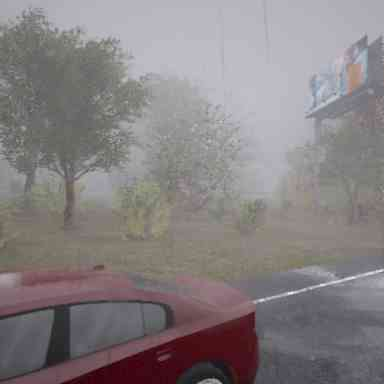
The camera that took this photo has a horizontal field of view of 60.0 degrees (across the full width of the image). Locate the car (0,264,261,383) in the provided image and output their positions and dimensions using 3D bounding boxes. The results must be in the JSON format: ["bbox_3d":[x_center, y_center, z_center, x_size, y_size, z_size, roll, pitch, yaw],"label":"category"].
[{"bbox_3d":[-1.608,1.480,2.838,5.008,1.535,1.882,1,0,-35],"label":"car"}]
